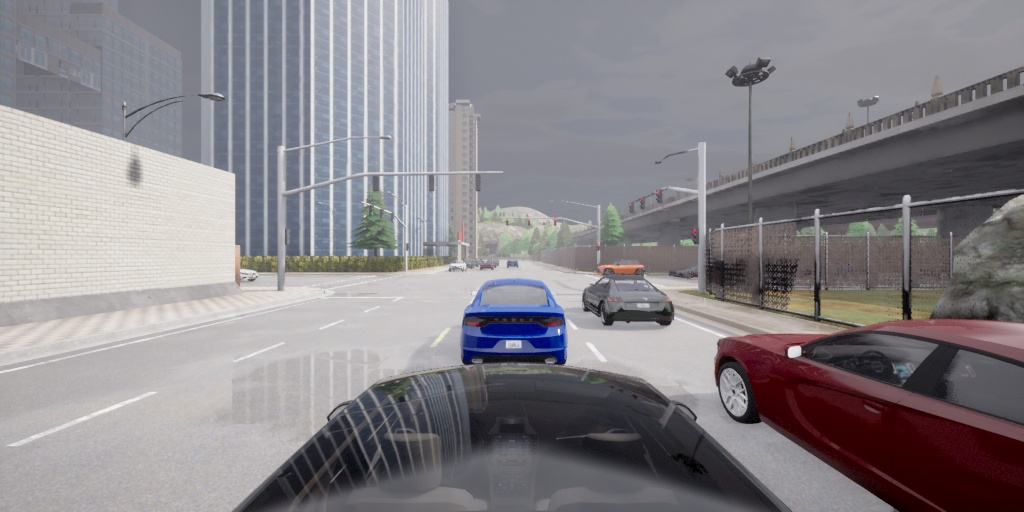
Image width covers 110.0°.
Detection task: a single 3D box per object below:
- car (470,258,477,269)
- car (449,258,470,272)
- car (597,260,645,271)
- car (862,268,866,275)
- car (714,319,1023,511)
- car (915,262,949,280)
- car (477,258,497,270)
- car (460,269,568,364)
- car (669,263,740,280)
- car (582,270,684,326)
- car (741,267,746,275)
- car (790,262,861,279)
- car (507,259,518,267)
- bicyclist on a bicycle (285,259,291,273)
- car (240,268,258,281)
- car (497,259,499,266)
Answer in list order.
[{"bbox_3d":[-7.094,1.102,56.154,2.097,1.767,4.553,0,0,0],"label":"car"},{"bbox_3d":[-7.099,1.276,47.289,1.812,1.442,4.674,0,0,0],"label":"car"},{"bbox_3d":[10.698,1.155,35.491,4.553,1.767,2.097,0,0,0],"label":"car"},{"bbox_3d":[32.150,1.406,35.534,4.718,1.301,1.895,0,0,0],"label":"car"},{"bbox_3d":[3.601,1.228,2.736,1.882,1.535,5.008,0,0,0],"label":"car"},{"bbox_3d":[39.052,1.283,32.033,5.008,1.535,1.882,0,0,0],"label":"car"},{"bbox_3d":[-3.593,1.351,51.913,1.895,1.301,4.718,0,0,0],"label":"car"},{"bbox_3d":[0.052,1.228,8.069,1.882,1.535,5.008,0,0,1],"label":"car"},{"bbox_3d":[16.923,1.353,32.001,5.357,1.411,2.033,0,0,0],"label":"car"},{"bbox_3d":[3.573,1.314,11.730,1.994,1.385,4.181,0,0,0],"label":"car"},{"bbox_3d":[21.185,1.406,35.512,4.718,1.301,1.895,0,0,0],"label":"car"},{"bbox_3d":[27.640,1.283,32.023,5.008,1.535,1.882,0,0,0],"label":"car"},{"bbox_3d":[0.107,1.227,64.168,1.882,1.535,5.008,0,0,0],"label":"car"},{"bbox_3d":[-25.307,1.106,40.188,0.582,1.620,1.656,0,0,0],"label":"bicyclist on a bicycle"},{"bbox_3d":[-22.642,1.331,28.232,4.674,1.442,1.812,0,0,0],"label":"car"},{"bbox_3d":[-3.583,1.351,61.077,1.895,1.301,4.718,0,0,0],"label":"car"}]
